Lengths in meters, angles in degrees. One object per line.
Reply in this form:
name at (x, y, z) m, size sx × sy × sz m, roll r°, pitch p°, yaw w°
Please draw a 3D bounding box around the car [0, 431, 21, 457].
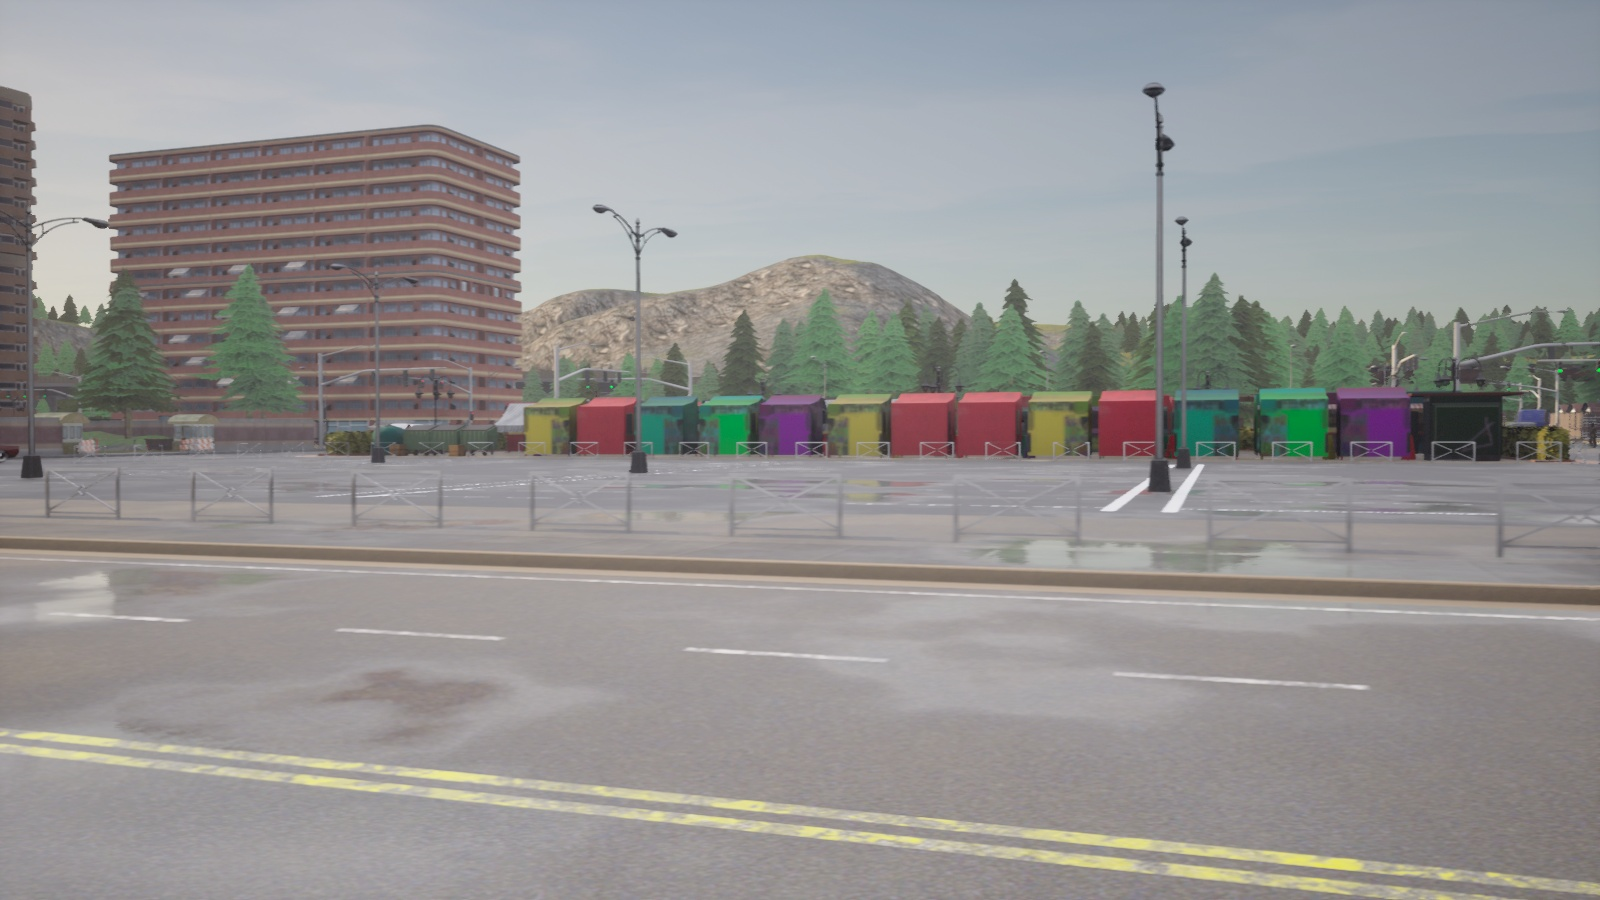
car at (-41.528, -0.283, 62.317) m, size 1.895 × 1.301 × 4.718 m, roll 1°, pitch 1°, yaw 18°
